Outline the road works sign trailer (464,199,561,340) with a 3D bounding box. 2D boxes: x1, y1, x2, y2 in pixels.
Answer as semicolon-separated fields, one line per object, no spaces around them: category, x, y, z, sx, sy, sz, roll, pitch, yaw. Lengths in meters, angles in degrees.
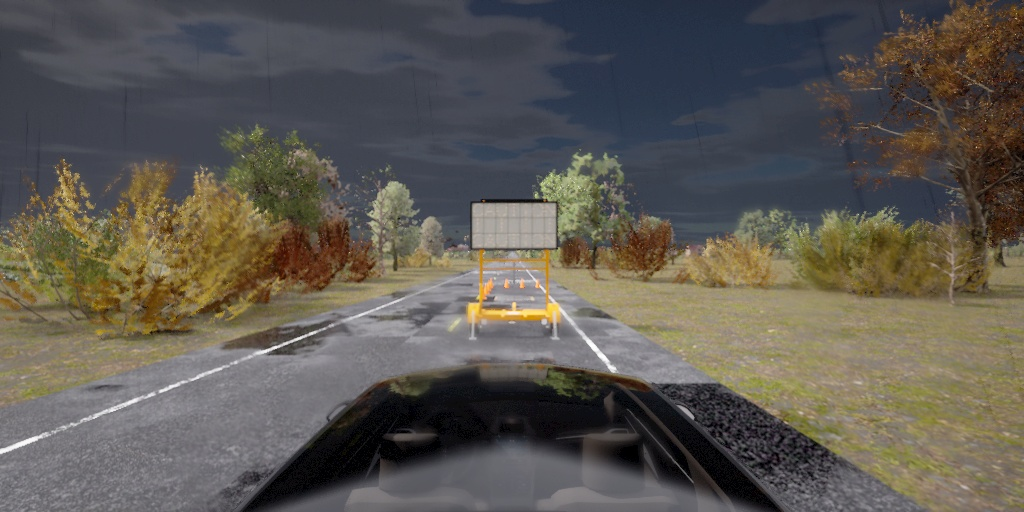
road works sign trailer;0.066;0.229;10.013;2.380;3.560;2.880;0;0;0
